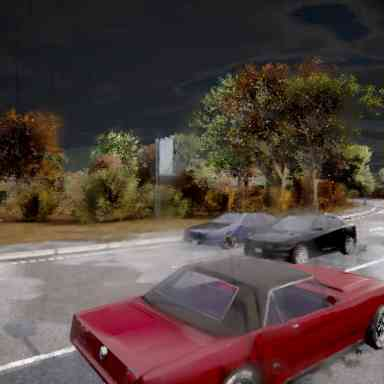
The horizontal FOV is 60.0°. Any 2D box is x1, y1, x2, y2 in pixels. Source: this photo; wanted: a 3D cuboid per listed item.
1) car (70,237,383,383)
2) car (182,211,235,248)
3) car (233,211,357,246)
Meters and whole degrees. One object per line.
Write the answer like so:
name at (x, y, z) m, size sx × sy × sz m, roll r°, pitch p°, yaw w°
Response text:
car at (0.981, 1.608, 4.571) m, size 4.718 × 1.301 × 1.895 m, roll 0°, pitch 0°, yaw -37°
car at (2.162, 1.566, 14.659) m, size 5.357 × 1.411 × 2.033 m, roll 0°, pitch 0°, yaw -39°
car at (3.926, 1.491, 11.642) m, size 5.008 × 1.535 × 1.882 m, roll 0°, pitch 0°, yaw -40°
